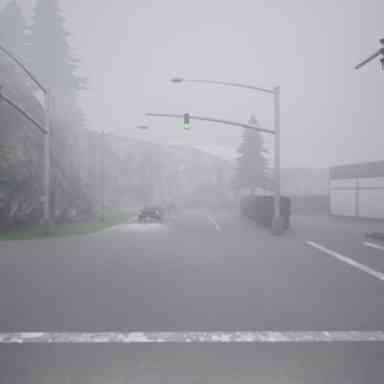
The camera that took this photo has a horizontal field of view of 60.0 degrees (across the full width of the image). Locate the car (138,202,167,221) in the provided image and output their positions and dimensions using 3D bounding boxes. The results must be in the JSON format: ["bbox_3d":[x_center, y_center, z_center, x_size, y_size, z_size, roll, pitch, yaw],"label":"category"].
[{"bbox_3d":[-3.599,1.811,29.650,1.895,1.301,4.718,0,0,0],"label":"car"}]

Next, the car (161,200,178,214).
[{"bbox_3d":[-3.076,1.775,40.037,2.128,1.511,4.902,0,0,12],"label":"car"}]

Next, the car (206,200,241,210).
[{"bbox_3d":[4.719,1.893,48.758,5.357,1.411,2.033,0,0,-18],"label":"car"}]
